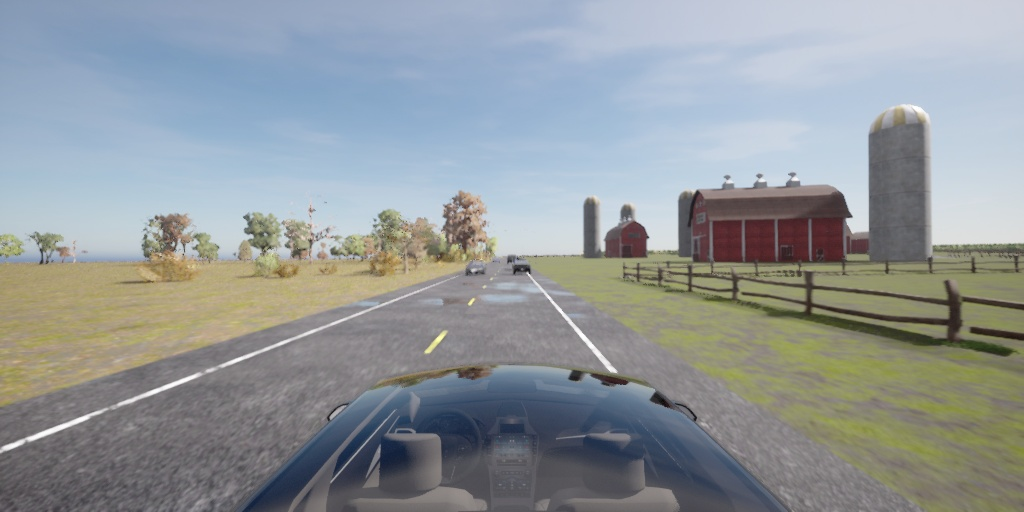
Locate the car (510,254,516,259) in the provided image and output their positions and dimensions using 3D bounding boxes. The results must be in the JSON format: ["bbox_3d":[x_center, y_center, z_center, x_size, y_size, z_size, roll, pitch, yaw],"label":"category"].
[{"bbox_3d":[1.054,1.015,54.577,2.097,1.767,4.553,0,0,0],"label":"car"}]

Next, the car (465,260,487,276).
[{"bbox_3d":[-3.586,1.191,36.086,2.128,1.511,4.902,0,0,0],"label":"car"}]

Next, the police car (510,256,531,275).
[{"bbox_3d":[1.054,1.120,38.716,1.930,1.638,5.238,0,0,0],"label":"police car"}]
